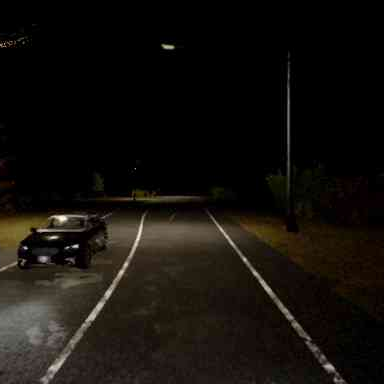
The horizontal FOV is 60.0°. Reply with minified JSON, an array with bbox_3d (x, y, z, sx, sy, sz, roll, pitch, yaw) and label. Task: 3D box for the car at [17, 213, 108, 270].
[{"bbox_3d":[-4.057,1.490,11.155,2.128,1.511,4.902,0,0,-4],"label":"car"}]
